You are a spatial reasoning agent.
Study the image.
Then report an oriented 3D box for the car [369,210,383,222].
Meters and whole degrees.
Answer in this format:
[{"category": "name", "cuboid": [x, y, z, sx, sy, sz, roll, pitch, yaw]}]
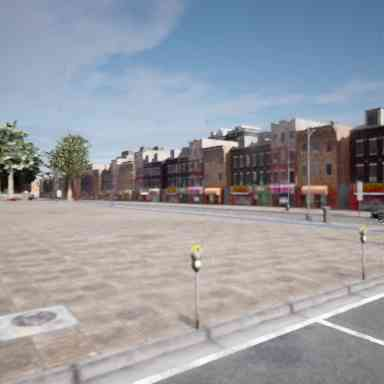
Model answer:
[{"category": "car", "cuboid": [16.089, 1.577, 24.329, 2.033, 1.411, 5.357, 0, 0, -38]}]
